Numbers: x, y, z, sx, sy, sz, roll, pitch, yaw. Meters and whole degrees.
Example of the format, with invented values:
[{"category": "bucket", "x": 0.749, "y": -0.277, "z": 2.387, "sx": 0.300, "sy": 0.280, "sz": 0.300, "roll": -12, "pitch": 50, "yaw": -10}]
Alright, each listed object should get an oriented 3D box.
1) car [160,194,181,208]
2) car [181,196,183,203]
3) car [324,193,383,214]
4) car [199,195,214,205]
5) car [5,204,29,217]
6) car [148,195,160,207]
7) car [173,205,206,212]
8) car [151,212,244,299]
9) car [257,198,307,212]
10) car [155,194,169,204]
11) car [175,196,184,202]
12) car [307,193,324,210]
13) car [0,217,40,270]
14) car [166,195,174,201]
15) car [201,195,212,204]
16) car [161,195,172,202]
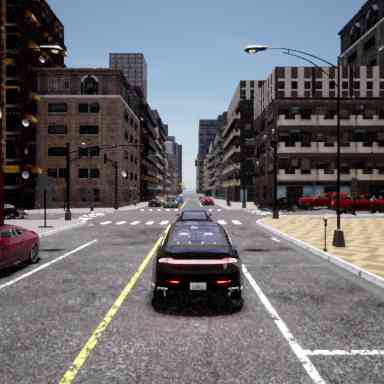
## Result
[{"category": "car", "x": -3.019, "y": 1.365, "z": 48.203, "sx": 2.097, "sy": 1.767, "sz": 4.553, "roll": 0, "pitch": 0, "yaw": 0}, {"category": "car", "x": -3.024, "y": 1.620, "z": 58.136, "sx": 1.895, "sy": 1.301, "sz": 4.718, "roll": 0, "pitch": 0, "yaw": 0}, {"category": "car", "x": 14.722, "y": 1.029, "z": 29.173, "sx": 5.009, "sy": 1.841, "sz": 2.192, "roll": -1, "pitch": 1, "yaw": 0}, {"category": "car", "x": 2.744, "y": 1.458, "z": 56.932, "sx": 1.967, "sy": 1.590, "sz": 4.097, "roll": 0, "pitch": 0, "yaw": 0}, {"category": "car", "x": -18.140, "y": 1.806, "z": 31.524, "sx": 4.902, "sy": 1.511, "sz": 2.128, "roll": -1, "pitch": 0, "yaw": 0}, {"category": "car", "x": -5.641, "y": 1.581, "z": 51.255, "sx": 1.947, "sy": 1.339, "sz": 4.313, "roll": 0, "pitch": 0, "yaw": 0}, {"category": "car", "x": 0.115, "y": 1.565, "z": 17.054, "sx": 1.994, "sy": 1.385, "sz": 4.181, "roll": 0, "pitch": 0, "yaw": 0}, {"category": "car", "x": 0.110, "y": 1.491, "z": 8.439, "sx": 2.128, "sy": 1.511, "sz": 4.902, "roll": 0, "pitch": 0, "yaw": 0}, {"category": "car", "x": 9.180, "y": 1.331, "z": 34.939, "sx": 4.674, "sy": 1.442, "sz": 1.812, "roll": -1, "pitch": 0, "yaw": 0}, {"category": "car", "x": -5.631, "y": 1.337, "z": 62.620, "sx": 2.192, "sy": 1.841, "sz": 5.009, "roll": 0, "pitch": 0, "yaw": 0}, {"category": "car", "x": -2.924, "y": 1.572, "z": 79.072, "sx": 2.033, "sy": 1.411, "sz": 5.357, "roll": 0, "pitch": 0, "yaw": 0}, {"category": "car", "x": 14.595, "y": 1.015, "z": 37.552, "sx": 5.009, "sy": 1.841, "sz": 2.192, "roll": -1, "pitch": 1, "yaw": 0}, {"category": "car", "x": -5.732, "y": 1.582, "z": 9.232, "sx": 1.802, "sy": 1.307, "sz": 4.206, "roll": 0, "pitch": 0, "yaw": 0}, {"category": "car", "x": -5.609, "y": 1.481, "z": 85.351, "sx": 1.967, "sy": 1.590, "sz": 4.097, "roll": 0, "pitch": 0, "yaw": 0}, {"category": "car", "x": 2.750, "y": 1.462, "z": 62.614, "sx": 1.967, "sy": 1.590, "sz": 4.097, "roll": 0, "pitch": 0, "yaw": 0}, {"category": "car", "x": -5.620, "y": 1.470, "z": 73.985, "sx": 1.967, "sy": 1.590, "sz": 4.097, "roll": 0, "pitch": 0, "yaw": 0}]
